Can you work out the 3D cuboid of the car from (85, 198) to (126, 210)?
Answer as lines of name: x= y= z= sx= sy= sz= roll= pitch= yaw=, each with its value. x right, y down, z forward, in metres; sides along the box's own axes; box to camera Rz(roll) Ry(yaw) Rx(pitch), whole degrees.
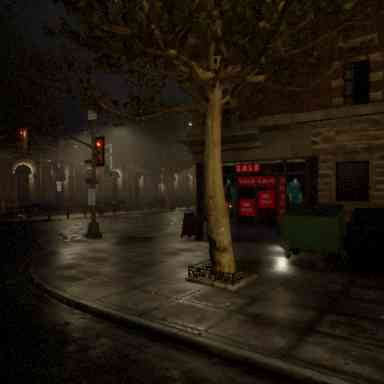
car: x=-10.491 y=1.492 z=41.972 sx=2.128 sy=1.511 sz=4.902 roll=0 pitch=0 yaw=36

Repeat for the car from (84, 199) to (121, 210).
car: x=-12.108 y=1.595 z=45.105 sx=1.895 sy=1.301 sz=4.718 roll=0 pitch=0 yaw=36

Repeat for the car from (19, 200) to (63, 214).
car: x=-15.696 y=1.564 z=34.808 sx=1.994 sy=1.385 sz=4.181 roll=0 pitch=0 yaw=36

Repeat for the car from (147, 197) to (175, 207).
car: x=-4.601 y=1.478 z=50.061 sx=1.882 sy=1.535 sz=5.008 roll=0 pitch=0 yaw=36
